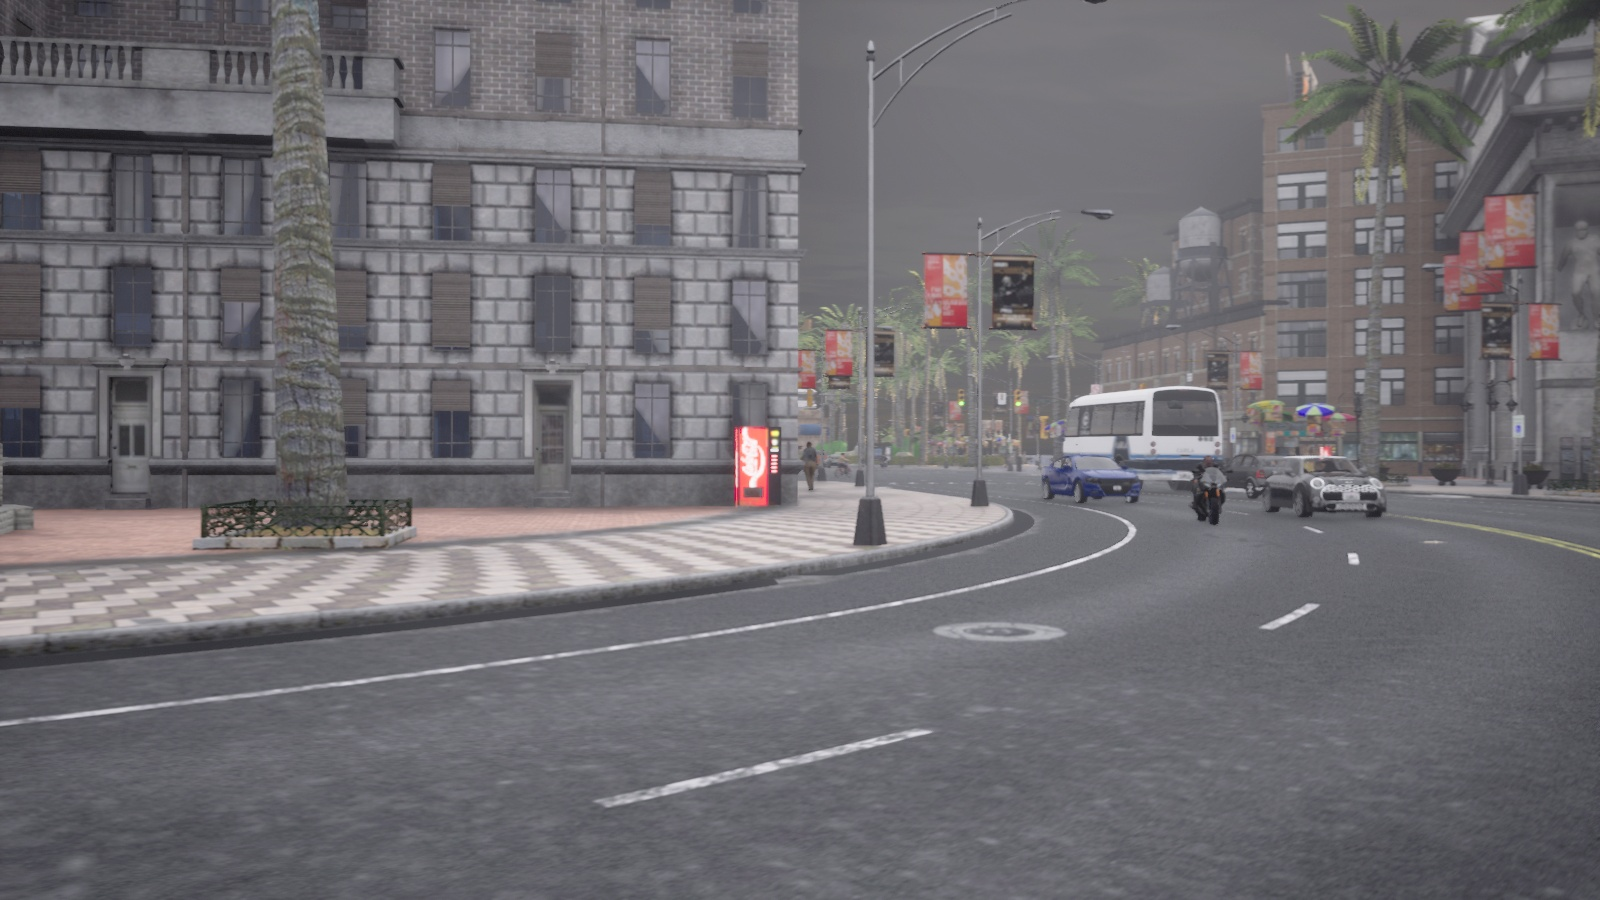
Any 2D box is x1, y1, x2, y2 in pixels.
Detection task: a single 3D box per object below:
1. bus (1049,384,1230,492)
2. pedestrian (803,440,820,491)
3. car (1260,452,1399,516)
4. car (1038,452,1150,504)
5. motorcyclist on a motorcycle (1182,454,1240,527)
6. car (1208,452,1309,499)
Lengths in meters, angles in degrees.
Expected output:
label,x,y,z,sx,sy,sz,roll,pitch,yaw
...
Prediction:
label,x,y,z,sx,sy,sz,roll,pitch,yaw
bus,14.458,-0.481,54.729,3.944,4.253,10.273,0,0,-8
pedestrian,0.409,0.560,45.523,0.540,1.848,0.694,0,0,-6
car,12.866,0.782,30.782,1.970,1.475,3.806,0,0,3
car,9.246,0.836,39.924,1.882,1.535,5.008,0,0,-7
motorcyclist on a motorcycle,8.904,0.850,27.291,0.866,1.530,2.191,0,0,9
car,15.844,0.833,43.585,1.789,1.549,3.705,0,0,-7
